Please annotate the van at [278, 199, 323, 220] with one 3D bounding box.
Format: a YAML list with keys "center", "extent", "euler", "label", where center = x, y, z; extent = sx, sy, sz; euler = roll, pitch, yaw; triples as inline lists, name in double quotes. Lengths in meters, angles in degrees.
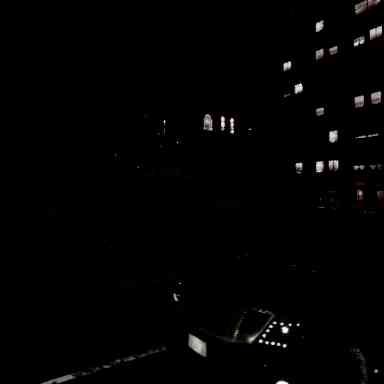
- center: [10.558, 1.646, 32.580]
  extent: [1.690, 1.788, 3.998]
  euler: [-1, 0, -36]
  label: "van"

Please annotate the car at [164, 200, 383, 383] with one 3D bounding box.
- center: [2.305, 1.223, 5.015]
  extent: [5.566, 2.045, 2.150]
  euler: [0, 0, -35]
  label: "car"
